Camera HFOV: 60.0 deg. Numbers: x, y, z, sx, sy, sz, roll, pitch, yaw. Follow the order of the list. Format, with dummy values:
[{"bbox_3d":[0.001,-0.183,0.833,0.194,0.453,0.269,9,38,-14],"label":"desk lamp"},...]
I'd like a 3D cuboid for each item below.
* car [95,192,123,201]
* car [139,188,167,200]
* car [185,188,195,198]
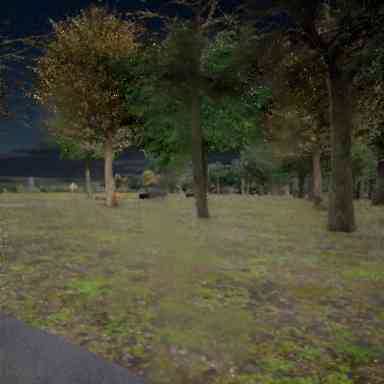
[{"bbox_3d":[-13.314,0.670,53.375,1.882,1.535,5.008,-2,0,36],"label":"car"},{"bbox_3d":[-6.610,0.287,56.530,2.150,2.045,5.566,-2,0,36],"label":"car"},{"bbox_3d":[0.801,0.213,66.871,2.150,2.045,5.566,-2,-1,36],"label":"car"}]
